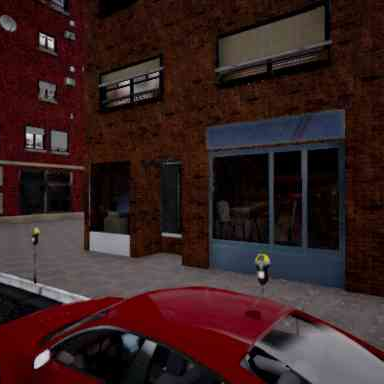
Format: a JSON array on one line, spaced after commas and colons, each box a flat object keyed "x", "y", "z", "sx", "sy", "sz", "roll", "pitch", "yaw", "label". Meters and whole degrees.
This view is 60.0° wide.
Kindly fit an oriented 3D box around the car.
[{"x": -0.161, "y": 1.543, "z": 2.838, "sx": 4.507, "sy": 1.381, "sz": 1.887, "roll": 0, "pitch": 0, "yaw": 36, "label": "car"}]
